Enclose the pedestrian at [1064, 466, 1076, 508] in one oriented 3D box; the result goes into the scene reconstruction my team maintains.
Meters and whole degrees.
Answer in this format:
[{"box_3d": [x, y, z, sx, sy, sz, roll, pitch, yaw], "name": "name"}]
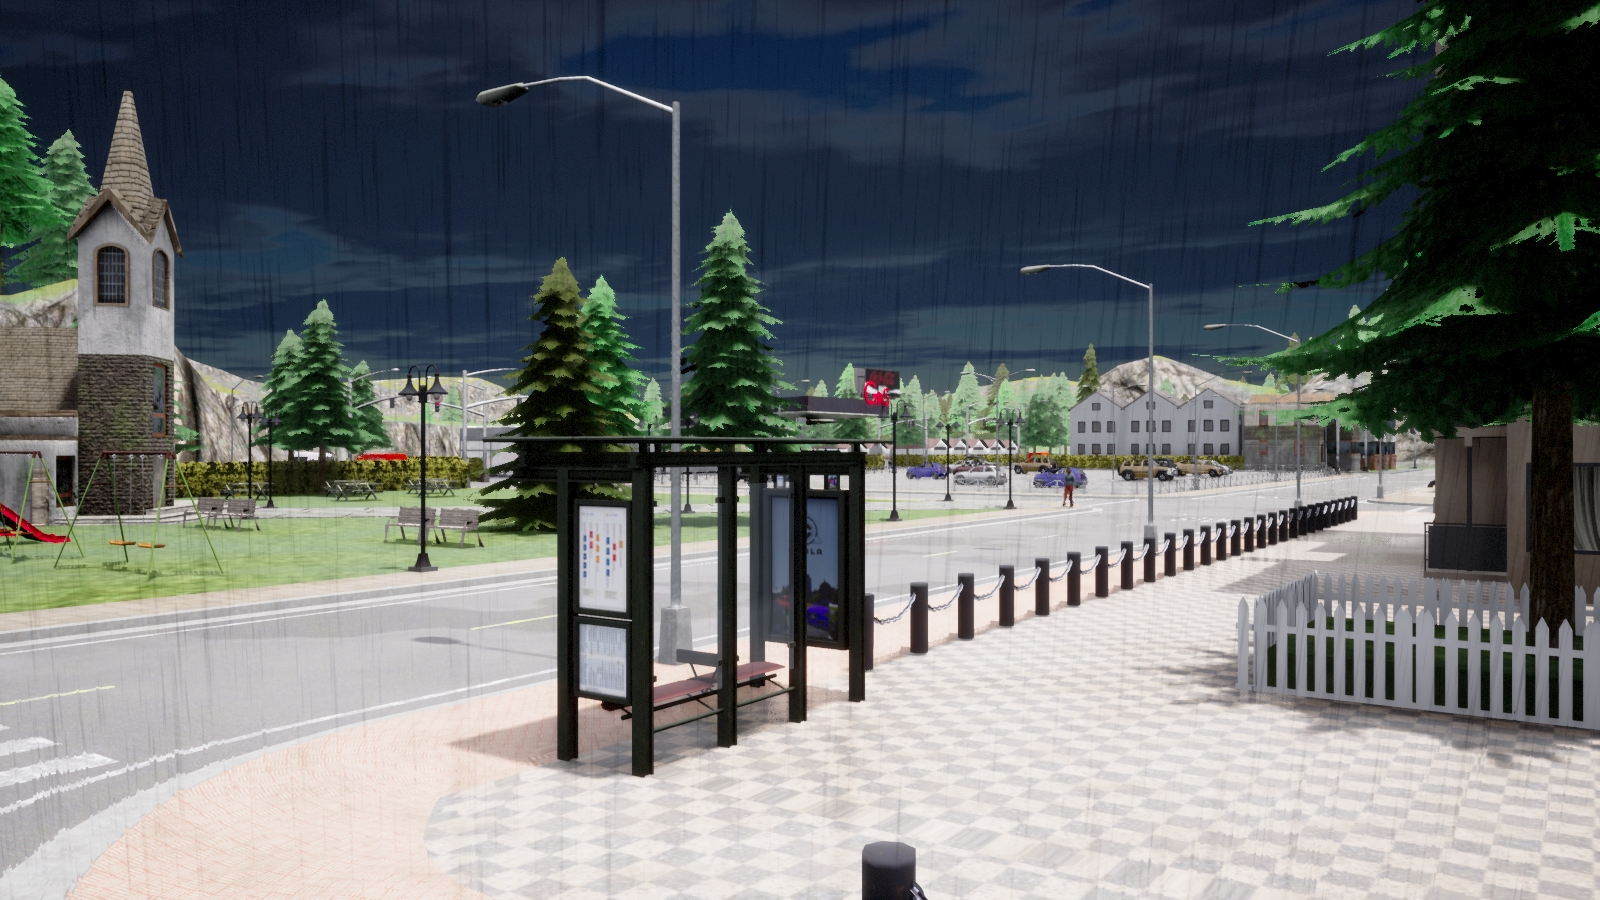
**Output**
[{"box_3d": [12.053, 1.665, 51.014, 0.375, 1.860, 0.375, 0, 0, 36], "name": "pedestrian"}]
